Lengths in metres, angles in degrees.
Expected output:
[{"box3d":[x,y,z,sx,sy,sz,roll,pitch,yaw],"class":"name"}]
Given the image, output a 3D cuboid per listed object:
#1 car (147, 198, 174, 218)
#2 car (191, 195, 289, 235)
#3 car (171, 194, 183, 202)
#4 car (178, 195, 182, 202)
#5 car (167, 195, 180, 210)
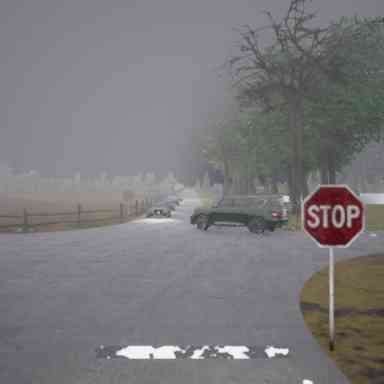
[{"box3d":[-2.861,1.517,29.525,1.994,1.385,4.181,0,0,-2],"class":"car"},{"box3d":[2.612,1.204,18.815,5.566,2.045,2.150,0,1,34],"class":"car"},{"box3d":[-2.847,1.207,63.768,1.994,1.385,4.181,0,1,0],"class":"car"},{"box3d":[-2.871,1.277,49.613,1.882,1.535,5.008,0,0,0],"class":"car"},{"box3d":[-2.863,1.443,38.805,2.033,1.411,5.357,0,0,0],"class":"car"}]
